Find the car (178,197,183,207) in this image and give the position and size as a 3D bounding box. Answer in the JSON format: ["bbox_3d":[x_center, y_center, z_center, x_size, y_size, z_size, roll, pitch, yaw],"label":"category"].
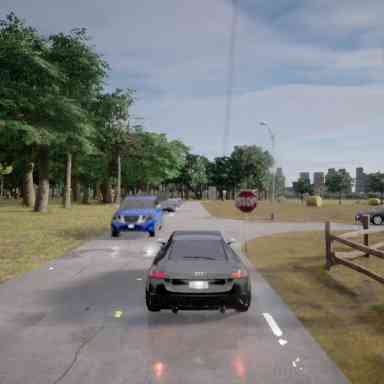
[{"bbox_3d":[-2.828,1.708,51.252,1.812,1.442,4.674,0,-1,0],"label":"car"}]

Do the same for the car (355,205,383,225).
[{"bbox_3d":[14.353,1.602,23.992,4.892,1.490,1.837,0,-2,0],"label":"car"}]

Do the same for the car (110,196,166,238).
[{"bbox_3d":[-2.849,1.245,18.277,2.150,2.045,5.566,0,0,0],"label":"car"}]

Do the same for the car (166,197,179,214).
[{"bbox_3d":[-2.820,1.639,37.700,2.033,1.411,5.357,0,0,-1],"label":"car"}]

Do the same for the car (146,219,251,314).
[{"bbox_3d":[0.106,1.572,7.740,1.994,1.385,4.181,0,0,0],"label":"car"}]
